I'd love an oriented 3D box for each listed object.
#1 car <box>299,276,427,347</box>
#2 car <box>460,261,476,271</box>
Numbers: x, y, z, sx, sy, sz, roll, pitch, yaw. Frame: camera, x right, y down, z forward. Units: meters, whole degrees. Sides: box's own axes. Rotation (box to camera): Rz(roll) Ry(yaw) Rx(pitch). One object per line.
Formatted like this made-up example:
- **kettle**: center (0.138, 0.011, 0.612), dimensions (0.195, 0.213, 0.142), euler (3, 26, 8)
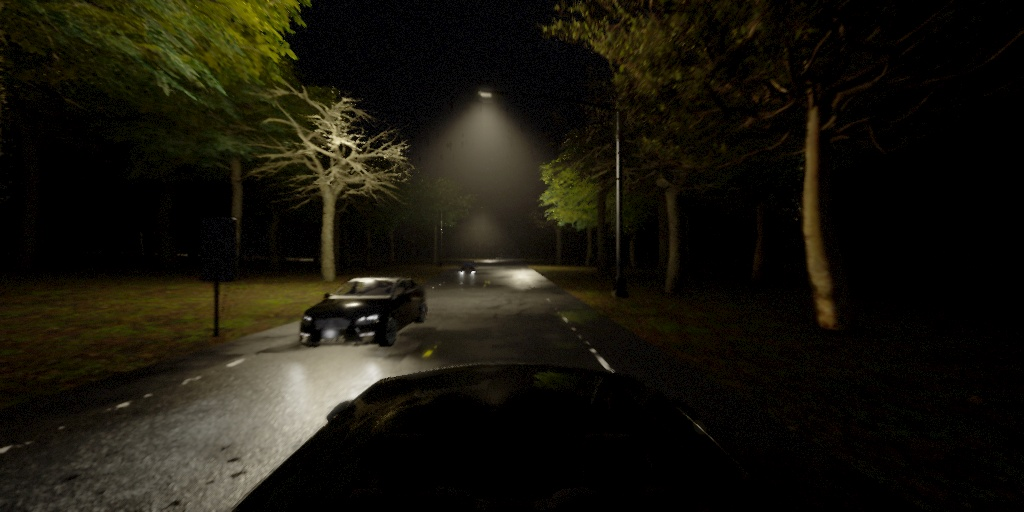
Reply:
- **car**: center (-3.610, 1.302, 9.579), dimensions (2.128, 1.511, 4.902), euler (0, 0, 0)
- **car**: center (-6.354, 1.406, 51.996), dimensions (1.812, 1.442, 4.674), euler (0, 0, -5)
